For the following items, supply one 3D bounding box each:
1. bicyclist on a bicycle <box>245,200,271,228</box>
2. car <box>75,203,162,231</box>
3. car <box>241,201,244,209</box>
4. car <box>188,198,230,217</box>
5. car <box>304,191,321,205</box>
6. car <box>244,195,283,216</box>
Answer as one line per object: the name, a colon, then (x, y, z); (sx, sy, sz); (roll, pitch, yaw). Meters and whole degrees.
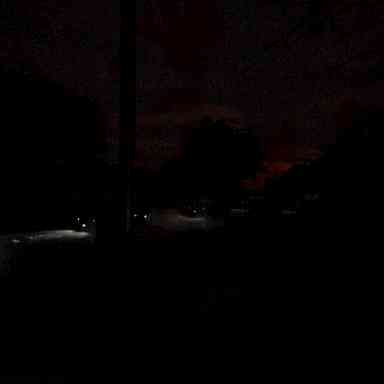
bicyclist on a bicycle: (3.865, 1.300, 19.578); (1.656, 1.620, 0.582); (-1, 0, 36)
car: (-4.098, 1.346, 19.657); (2.033, 1.411, 5.357); (2, 2, 37)
car: (6.923, 1.099, 35.991); (1.812, 1.442, 4.674); (1, 1, 31)
car: (1.527, 1.200, 27.530); (1.812, 1.442, 4.674); (1, 2, 34)
car: (19.063, 0.938, 52.487); (2.150, 2.045, 5.566); (1, 0, 24)
car: (6.624, 1.251, 29.427); (1.994, 1.385, 4.181); (1, 1, 33)
